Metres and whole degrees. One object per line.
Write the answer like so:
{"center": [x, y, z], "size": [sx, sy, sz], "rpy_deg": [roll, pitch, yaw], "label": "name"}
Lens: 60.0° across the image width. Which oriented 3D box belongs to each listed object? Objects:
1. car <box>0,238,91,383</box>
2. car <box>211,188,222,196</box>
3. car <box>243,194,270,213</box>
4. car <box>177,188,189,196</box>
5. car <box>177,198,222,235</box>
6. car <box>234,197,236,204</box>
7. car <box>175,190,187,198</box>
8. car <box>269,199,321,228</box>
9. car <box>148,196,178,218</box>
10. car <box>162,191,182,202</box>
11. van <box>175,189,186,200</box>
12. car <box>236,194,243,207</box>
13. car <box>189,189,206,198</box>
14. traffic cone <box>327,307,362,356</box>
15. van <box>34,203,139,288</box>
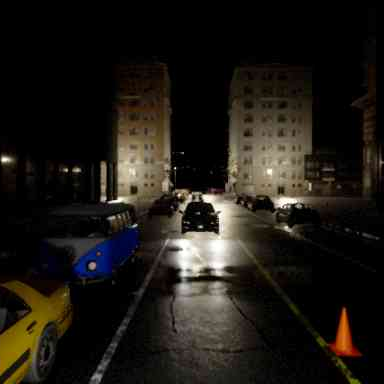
{"center": [-2.488, 1.476, 2.681], "size": [1.752, 1.417, 4.829], "rpy_deg": [0, 1, 0], "label": "car"}
{"center": [6.771, -0.031, 86.151], "size": [2.192, 1.841, 5.009], "rpy_deg": [0, 1, 0], "label": "car"}
{"center": [6.287, 1.009, 30.949], "size": [1.967, 1.590, 4.097], "rpy_deg": [0, 1, 0], "label": "car"}
{"center": [-2.041, 0.500, 53.602], "size": [2.192, 1.841, 5.009], "rpy_deg": [0, 1, 0], "label": "car"}
{"center": [0.402, 1.261, 17.101], "size": [1.837, 1.490, 4.892], "rpy_deg": [0, 1, 1], "label": "car"}
{"center": [6.385, 0.939, 42.228], "size": [1.887, 1.381, 4.507], "rpy_deg": [0, 1, 0], "label": "car"}
{"center": [-2.091, 0.838, 47.966], "size": [1.947, 1.339, 4.313], "rpy_deg": [0, 1, 0], "label": "car"}
{"center": [6.188, 1.291, 19.674], "size": [2.008, 1.369, 4.403], "rpy_deg": [0, 1, 0], "label": "car"}
{"center": [-2.288, 1.202, 25.410], "size": [1.802, 1.307, 4.206], "rpy_deg": [0, 1, 0], "label": "car"}
{"center": [-2.239, 0.974, 31.048], "size": [1.967, 1.590, 4.097], "rpy_deg": [0, 1, 0], "label": "car"}
{"center": [-1.992, 0.437, 59.242], "size": [1.690, 1.788, 3.998], "rpy_deg": [0, 1, 0], "label": "van"}
{"center": [6.335, 1.064, 36.590], "size": [1.802, 1.307, 4.206], "rpy_deg": [0, 1, 0], "label": "car"}
{"center": [0.821, 0.679, 54.259], "size": [2.128, 1.511, 4.902], "rpy_deg": [0, 1, 0], "label": "car"}
{"center": [2.113, 1.898, 4.622], "size": [0.340, 0.580, 0.340], "rpy_deg": [0, 1, 0], "label": "traffic cone"}
{"center": [-2.436, 1.211, 8.489], "size": [1.690, 1.788, 3.998], "rpy_deg": [0, 1, 0], "label": "van"}
